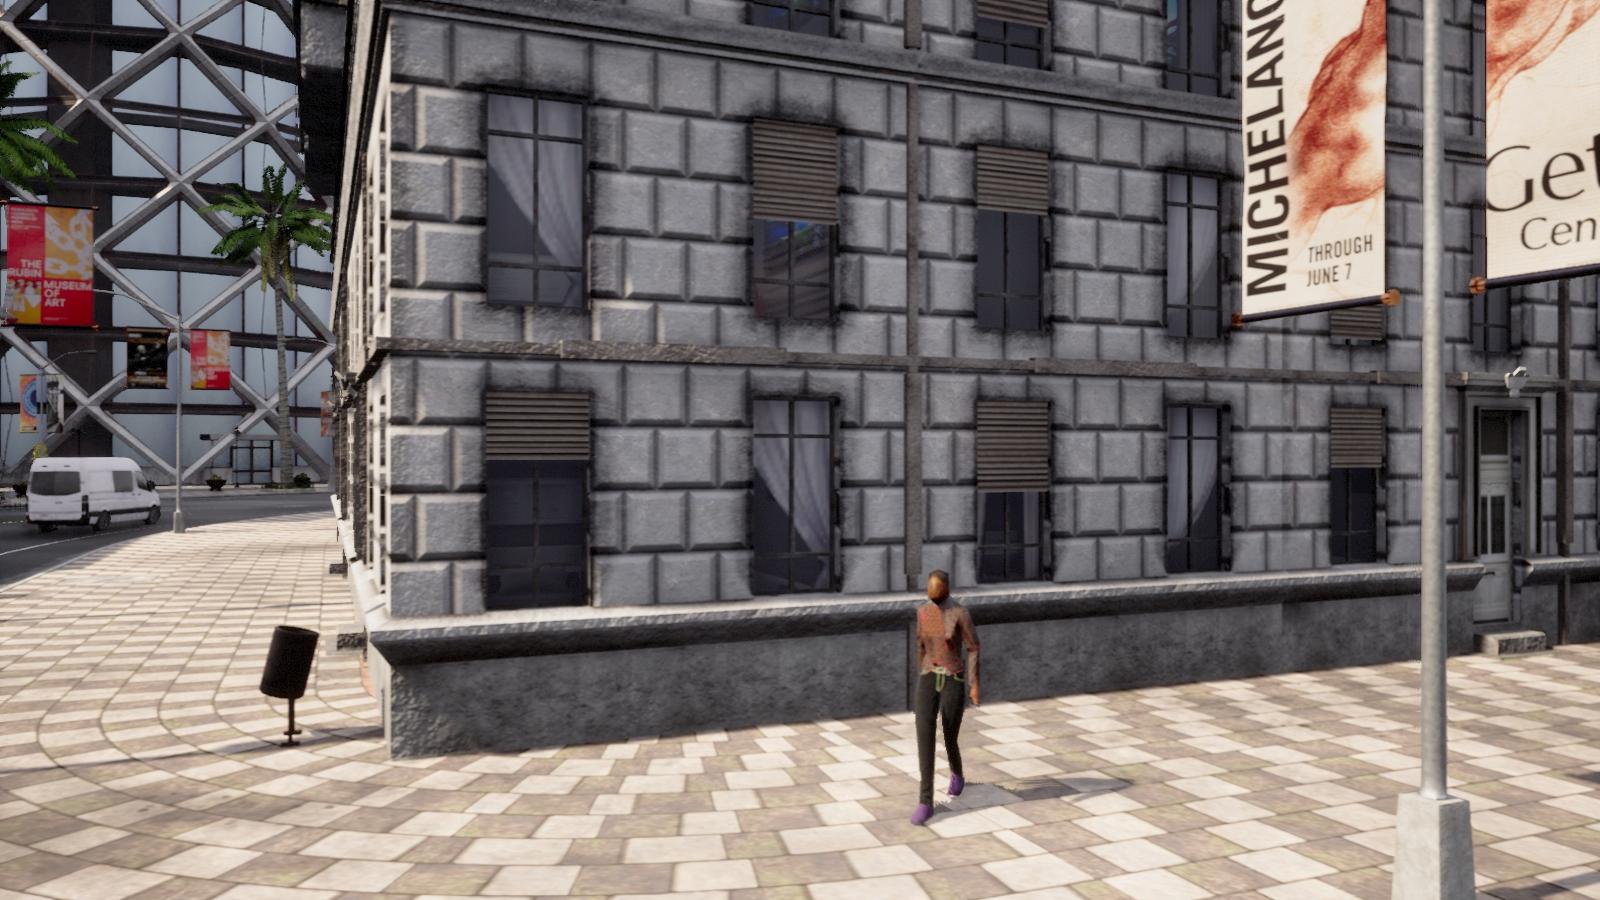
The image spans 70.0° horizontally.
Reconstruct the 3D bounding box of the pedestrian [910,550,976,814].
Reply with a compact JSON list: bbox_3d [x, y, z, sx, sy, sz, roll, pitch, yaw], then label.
[{"bbox_3d":[1.063,1.694,8.483,0.375,1.860,0.375,0,0,28],"label":"pedestrian"}]

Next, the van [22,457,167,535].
[{"bbox_3d":[-24.980,1.539,40.765,1.988,2.561,5.915,0,0,-5],"label":"van"}]
